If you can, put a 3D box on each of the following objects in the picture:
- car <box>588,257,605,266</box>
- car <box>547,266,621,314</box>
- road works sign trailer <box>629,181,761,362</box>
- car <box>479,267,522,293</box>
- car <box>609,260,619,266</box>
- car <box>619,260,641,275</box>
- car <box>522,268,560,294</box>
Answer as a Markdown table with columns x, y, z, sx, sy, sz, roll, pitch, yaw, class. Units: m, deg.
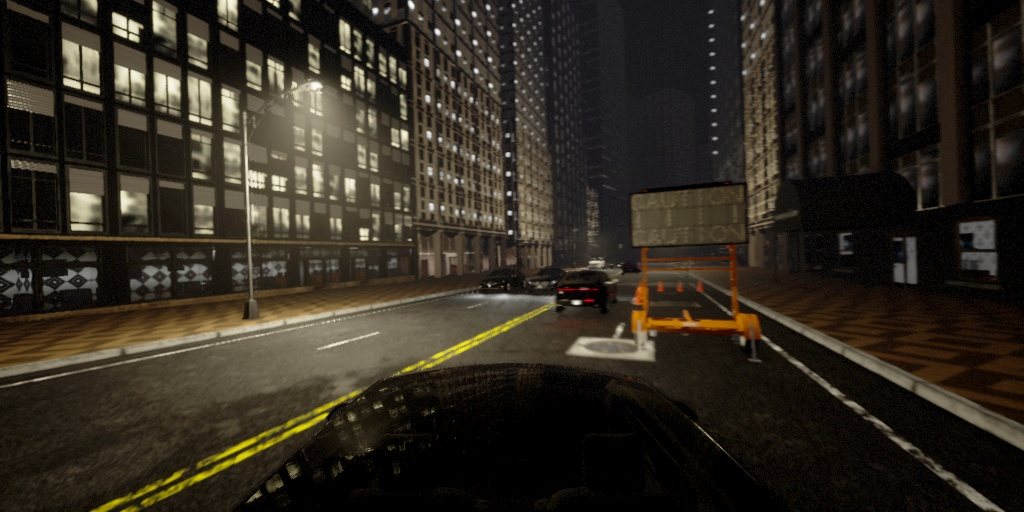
| x | y | z | sx | sy | sz | roll | pitch | yaw | class |
| --- | --- | --- | --- | --- | --- | --- | --- | --- | --- |
| 14.389 | 1.287 | 60.904 | 2.150 | 2.045 | 5.566 | -2 | -1 | 22 | car |
| 3.055 | 1.321 | 14.304 | 1.837 | 1.490 | 4.892 | -2 | -1 | 22 | car |
| 4.074 | 0.182 | 8.252 | 2.380 | 3.560 | 2.880 | 0 | 0 | 23 | road works sign trailer |
| -0.462 | 1.529 | 23.598 | 1.837 | 1.490 | 4.892 | -2 | -1 | 22 | car |
| 17.281 | 1.473 | 59.383 | 1.837 | 1.490 | 4.892 | -2 | -1 | 22 | car |
| 13.850 | 1.327 | 41.541 | 1.882 | 1.535 | 5.008 | -2 | -1 | 22 | car |
| 2.407 | 1.453 | 22.020 | 1.812 | 1.442 | 4.674 | -2 | -1 | 22 | car |
